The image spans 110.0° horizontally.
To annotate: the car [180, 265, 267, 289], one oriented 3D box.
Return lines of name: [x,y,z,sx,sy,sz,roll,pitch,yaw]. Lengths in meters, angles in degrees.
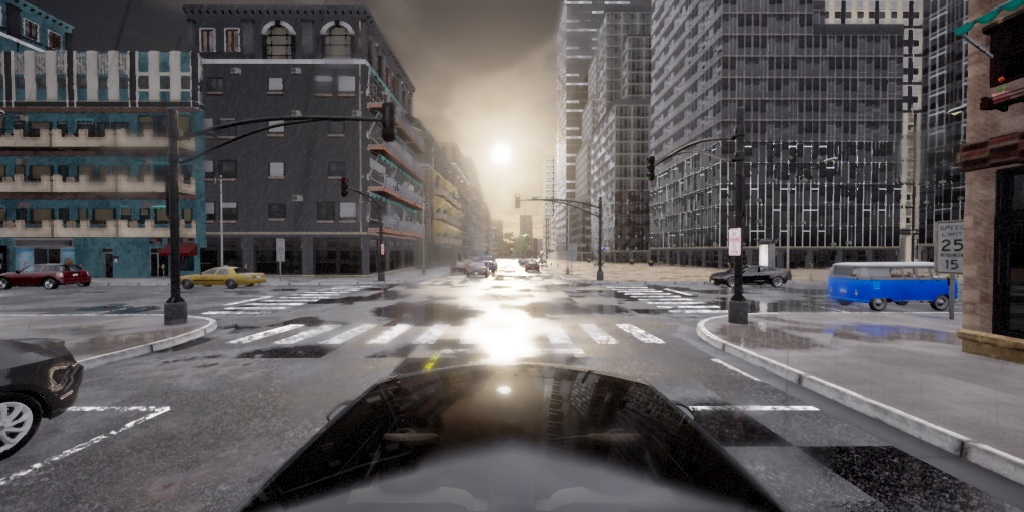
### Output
car: [-17.930,1.246,22.133,4.829,1.417,1.751,0,0,0]

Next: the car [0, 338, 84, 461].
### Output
car: [-5.692,1.300,2.178,2.007,1.370,4.403,0,0,0]

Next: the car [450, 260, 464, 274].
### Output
car: [-5.780,1.289,40.245,1.888,1.381,4.507,0,0,0]

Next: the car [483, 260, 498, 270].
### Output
car: [-3.206,1.309,54.101,1.994,1.385,4.181,0,0,0]

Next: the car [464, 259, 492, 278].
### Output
car: [-3.174,1.270,34.221,1.812,1.442,4.674,0,0,0]

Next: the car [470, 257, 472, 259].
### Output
car: [-5.794,1.184,45.893,1.967,1.591,4.097,0,0,0]

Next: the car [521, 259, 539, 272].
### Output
car: [2.554,1.289,45.970,1.888,1.381,4.507,0,0,0]

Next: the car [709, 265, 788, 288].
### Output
car: [14.628,1.215,22.262,4.313,1.339,1.948,0,0,0]

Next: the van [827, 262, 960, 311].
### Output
van: [14.661,1.117,13.882,3.998,1.789,1.690,0,0,0]

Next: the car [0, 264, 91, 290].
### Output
car: [-28.828,1.189,22.090,4.097,1.591,1.967,0,0,0]

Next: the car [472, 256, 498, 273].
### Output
car: [-3.193,0.965,44.127,2.150,2.045,5.566,0,0,0]
